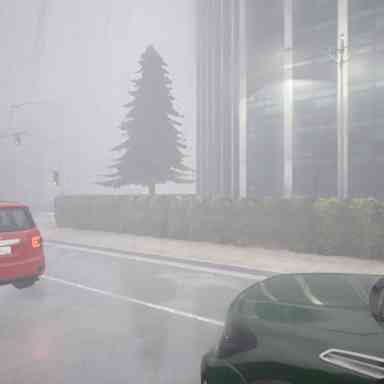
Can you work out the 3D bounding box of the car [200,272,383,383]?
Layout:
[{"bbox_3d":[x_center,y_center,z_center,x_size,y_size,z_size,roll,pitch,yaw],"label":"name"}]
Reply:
[{"bbox_3d":[2.730,1.222,2.043,5.566,2.045,2.150,0,0,36],"label":"car"}]

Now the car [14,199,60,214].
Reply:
[{"bbox_3d":[-17.178,1.563,37.017,1.994,1.385,4.181,0,0,36],"label":"car"}]

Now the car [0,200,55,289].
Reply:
[{"bbox_3d":[-5.740,1.221,8.023,5.566,2.045,2.150,0,0,38],"label":"car"}]
